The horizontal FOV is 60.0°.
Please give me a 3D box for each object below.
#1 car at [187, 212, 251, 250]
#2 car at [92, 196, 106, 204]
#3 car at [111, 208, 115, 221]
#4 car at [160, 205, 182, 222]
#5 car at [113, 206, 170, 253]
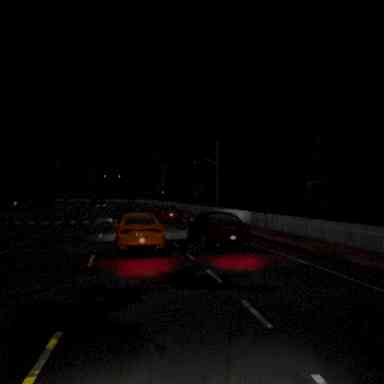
[{"bbox_3d":[1.064,1.634,15.324,1.882,1.535,5.008,0,0,-12],"label":"car"},{"bbox_3d":[-23.772,2.081,84.751,2.150,2.045,5.566,0,-1,-32],"label":"car"},{"bbox_3d":[-5.720,1.851,28.304,1.994,1.385,4.181,0,-1,-18],"label":"car"},{"bbox_3d":[-2.110,1.861,29.202,1.994,1.385,4.181,0,-1,-12],"label":"car"},{"bbox_3d":[-2.348,1.626,14.548,1.882,1.535,5.008,0,0,-12],"label":"car"}]
